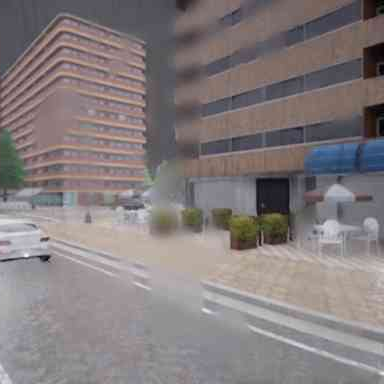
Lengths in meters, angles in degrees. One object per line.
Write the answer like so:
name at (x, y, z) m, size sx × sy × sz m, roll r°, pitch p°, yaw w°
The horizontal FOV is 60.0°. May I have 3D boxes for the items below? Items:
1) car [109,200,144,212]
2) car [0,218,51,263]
car at (-8.838, 1.894, 45.203) m, size 4.892 × 1.490 × 1.837 m, roll 0°, pitch 0°, yaw -41°
car at (-6.337, 1.606, 11.473) m, size 1.812 × 1.442 × 4.674 m, roll 0°, pitch -1°, yaw -41°
